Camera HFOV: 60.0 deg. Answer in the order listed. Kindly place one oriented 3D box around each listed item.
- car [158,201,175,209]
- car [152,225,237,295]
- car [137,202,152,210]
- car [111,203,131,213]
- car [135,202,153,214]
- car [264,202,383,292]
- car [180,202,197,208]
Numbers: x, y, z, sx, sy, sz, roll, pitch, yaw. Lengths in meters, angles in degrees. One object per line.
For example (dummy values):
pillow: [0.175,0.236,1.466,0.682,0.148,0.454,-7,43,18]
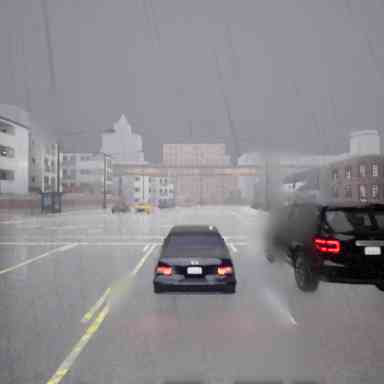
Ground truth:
car: [-5.316,2.461,65.018,2.097,1.767,4.553,0,-1,7]
car: [0.054,1.595,8.970,2.033,1.411,5.357,0,0,0]
car: [-8.994,2.605,63.586,1.812,1.442,4.674,0,-1,6]
car: [-10.035,2.262,47.209,1.812,1.442,4.674,0,-1,3]
car: [-6.584,2.189,46.040,1.882,1.535,5.008,0,-1,3]
car: [3.555,1.270,9.210,2.150,2.045,5.566,0,0,0]
car: [-0.781,2.982,78.434,1.895,1.301,4.718,-1,-1,32]
